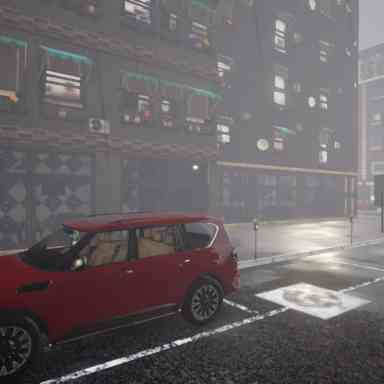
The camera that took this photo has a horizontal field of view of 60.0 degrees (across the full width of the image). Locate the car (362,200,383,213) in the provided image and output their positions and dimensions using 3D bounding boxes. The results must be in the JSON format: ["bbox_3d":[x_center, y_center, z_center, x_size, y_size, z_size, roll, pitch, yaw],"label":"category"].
[{"bbox_3d":[20.081,1.538,37.346,1.887,1.381,4.507,1,0,-36],"label":"car"}]

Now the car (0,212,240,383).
[{"bbox_3d":[-1.414,1.316,5.549,5.009,1.841,2.192,0,1,-36],"label":"car"}]

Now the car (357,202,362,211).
[{"bbox_3d":[13.284,1.214,32.450,2.192,1.841,5.009,1,0,-36],"label":"car"}]
